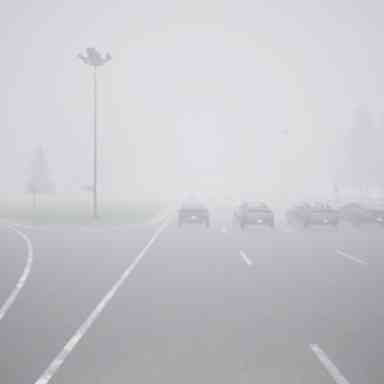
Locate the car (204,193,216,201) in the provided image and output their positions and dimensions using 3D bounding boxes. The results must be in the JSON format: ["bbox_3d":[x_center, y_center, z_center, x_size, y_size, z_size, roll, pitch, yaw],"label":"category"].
[{"bbox_3d":[3.508,1.067,63.238,1.994,1.385,4.181,0,0,0],"label":"car"}]

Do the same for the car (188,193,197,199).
[{"bbox_3d":[0.009,0.857,71.937,1.895,1.301,4.718,0,0,0],"label":"car"}]

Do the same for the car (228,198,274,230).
[{"bbox_3d":[3.602,1.333,20.059,2.128,1.511,4.902,0,0,0],"label":"car"}]

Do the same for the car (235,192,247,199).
[{"bbox_3d":[10.509,0.787,71.897,1.812,1.442,4.674,0,0,0],"label":"car"}]

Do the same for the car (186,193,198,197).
[{"bbox_3d":[0.008,1.010,62.978,1.837,1.490,4.892,0,0,0],"label":"car"}]

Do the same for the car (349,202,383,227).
[{"bbox_3d":[10.603,1.359,21.139,1.812,1.442,4.674,0,0,0],"label":"car"}]

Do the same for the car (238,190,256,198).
[{"bbox_3d":[10.508,0.733,62.204,2.150,2.045,5.566,0,0,0],"label":"car"}]

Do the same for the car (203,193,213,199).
[{"bbox_3d":[3.509,0.857,71.933,1.895,1.301,4.718,0,0,0],"label":"car"}]

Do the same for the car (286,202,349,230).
[{"bbox_3d":[7.103,1.333,20.059,2.128,1.511,4.902,0,0,0],"label":"car"}]

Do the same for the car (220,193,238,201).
[{"bbox_3d":[7.008,0.994,63.329,2.128,1.511,4.902,0,0,0],"label":"car"}]

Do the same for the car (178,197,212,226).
[{"bbox_3d":[0.104,1.307,21.650,1.882,1.535,5.008,0,0,0],"label":"car"}]
